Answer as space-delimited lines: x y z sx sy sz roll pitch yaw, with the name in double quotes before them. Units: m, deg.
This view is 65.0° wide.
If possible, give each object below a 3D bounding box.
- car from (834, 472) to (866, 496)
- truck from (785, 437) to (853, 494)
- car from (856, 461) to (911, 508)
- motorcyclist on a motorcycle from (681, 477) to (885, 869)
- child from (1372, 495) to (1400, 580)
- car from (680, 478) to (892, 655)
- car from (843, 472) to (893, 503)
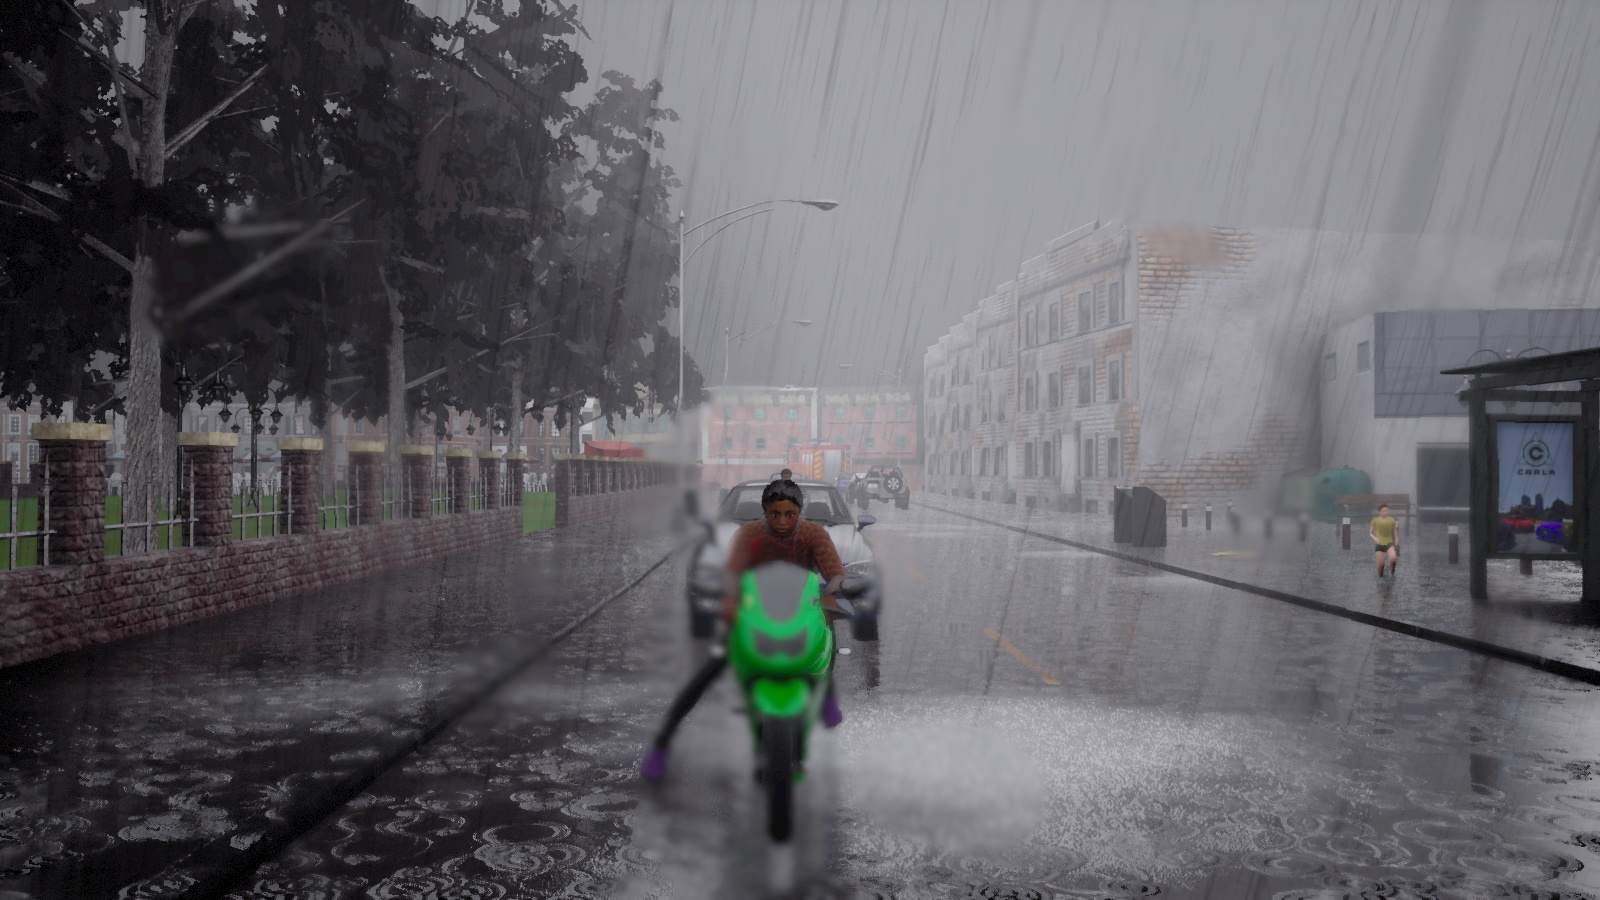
"car" 3.144 2.156 80.022 1.816 1.474 4.193 0 -1 -1
"truck" 1.257 1.139 89.511 2.891 3.827 8.468 0 -1 -13
"car" 3.449 1.490 52.450 1.932 1.855 4.605 0 -3 0
"motorcyclist on a motorcycle" -0.078 0.897 5.961 0.797 1.523 2.044 0 -1 -1
"child" 7.752 1.151 16.608 0.255 1.110 0.394 0 -1 15
"car" -0.144 1.044 12.878 1.816 1.474 4.193 0 -1 -1
"car" 3.337 1.852 62.729 2.163 1.488 4.792 0 -1 -1
